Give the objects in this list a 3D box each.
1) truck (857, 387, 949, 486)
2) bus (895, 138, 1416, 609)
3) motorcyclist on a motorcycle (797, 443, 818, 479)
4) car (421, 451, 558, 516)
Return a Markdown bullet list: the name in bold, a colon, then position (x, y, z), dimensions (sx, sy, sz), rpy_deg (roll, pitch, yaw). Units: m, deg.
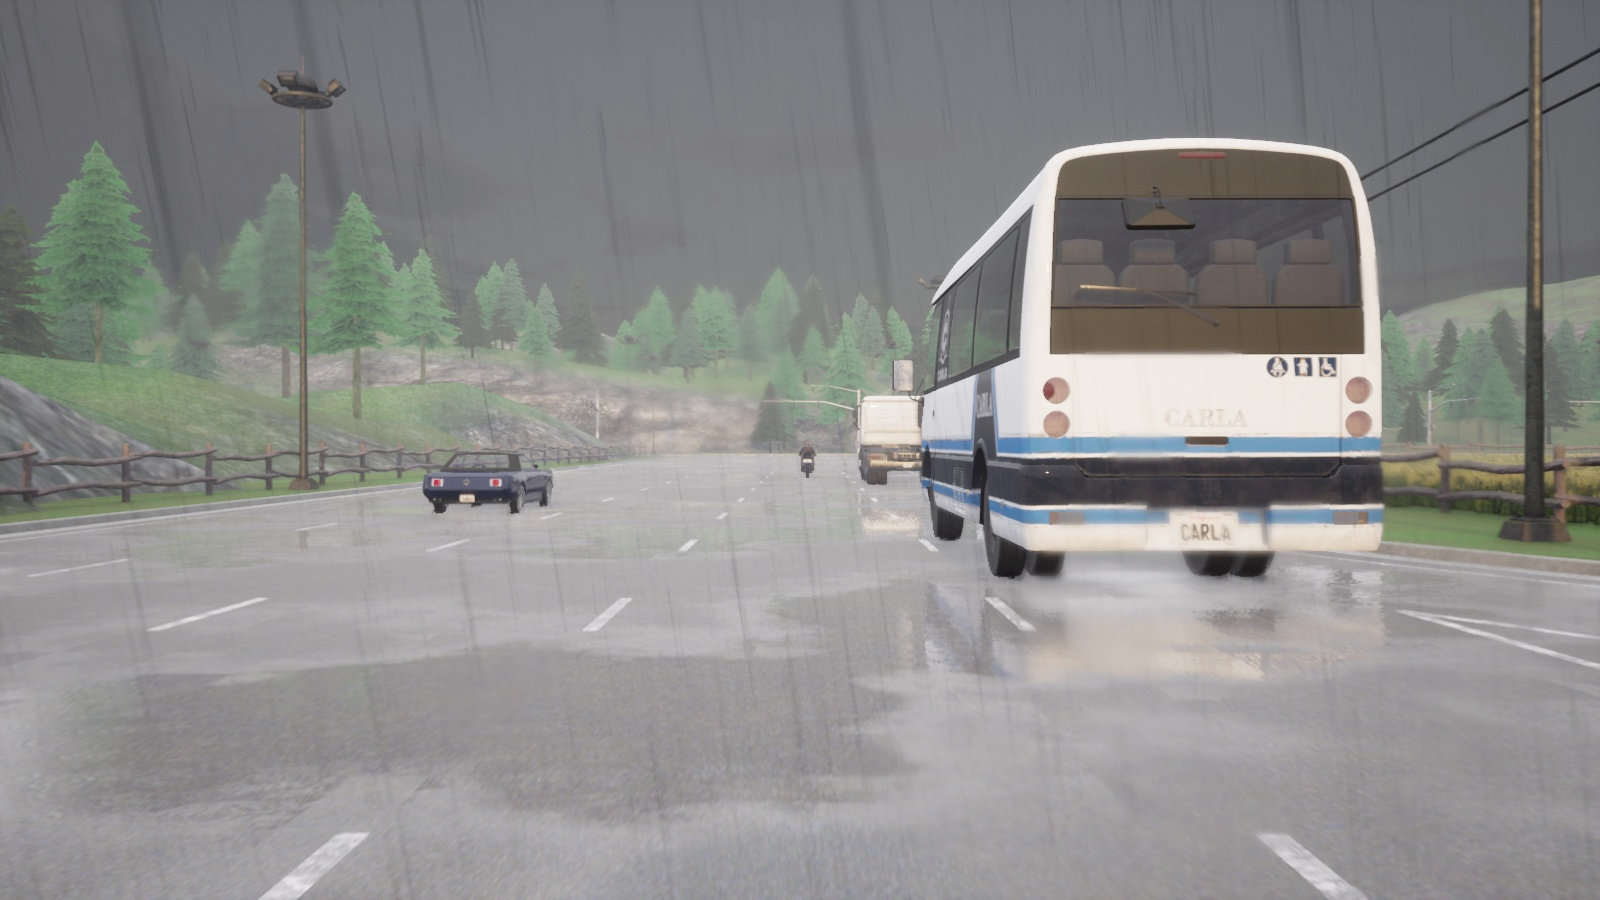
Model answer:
- **truck**: position (3.786, -0.502, 47.909), dimensions (2.891, 3.462, 7.936), rpy_deg (0, 0, 0)
- **bus**: position (3.598, -0.720, 16.488), dimensions (3.944, 4.253, 10.273), rpy_deg (0, 0, 0)
- **motorcyclist on a motorcycle**: position (0.325, 0.473, 54.761), dimensions (0.866, 1.530, 2.191), rpy_deg (0, 0, 0)
- **car**: position (-6.826, 0.682, 28.125), dimensions (1.895, 1.301, 4.718), rpy_deg (0, 0, 0)
